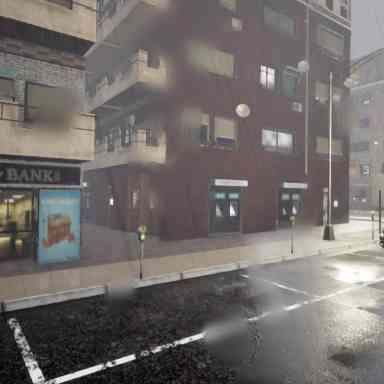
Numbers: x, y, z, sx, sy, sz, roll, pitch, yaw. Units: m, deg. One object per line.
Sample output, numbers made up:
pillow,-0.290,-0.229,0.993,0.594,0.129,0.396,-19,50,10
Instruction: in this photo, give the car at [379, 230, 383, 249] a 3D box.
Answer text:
car,9.077,1.554,13.107,4.403,1.369,2.008,0,1,-35
